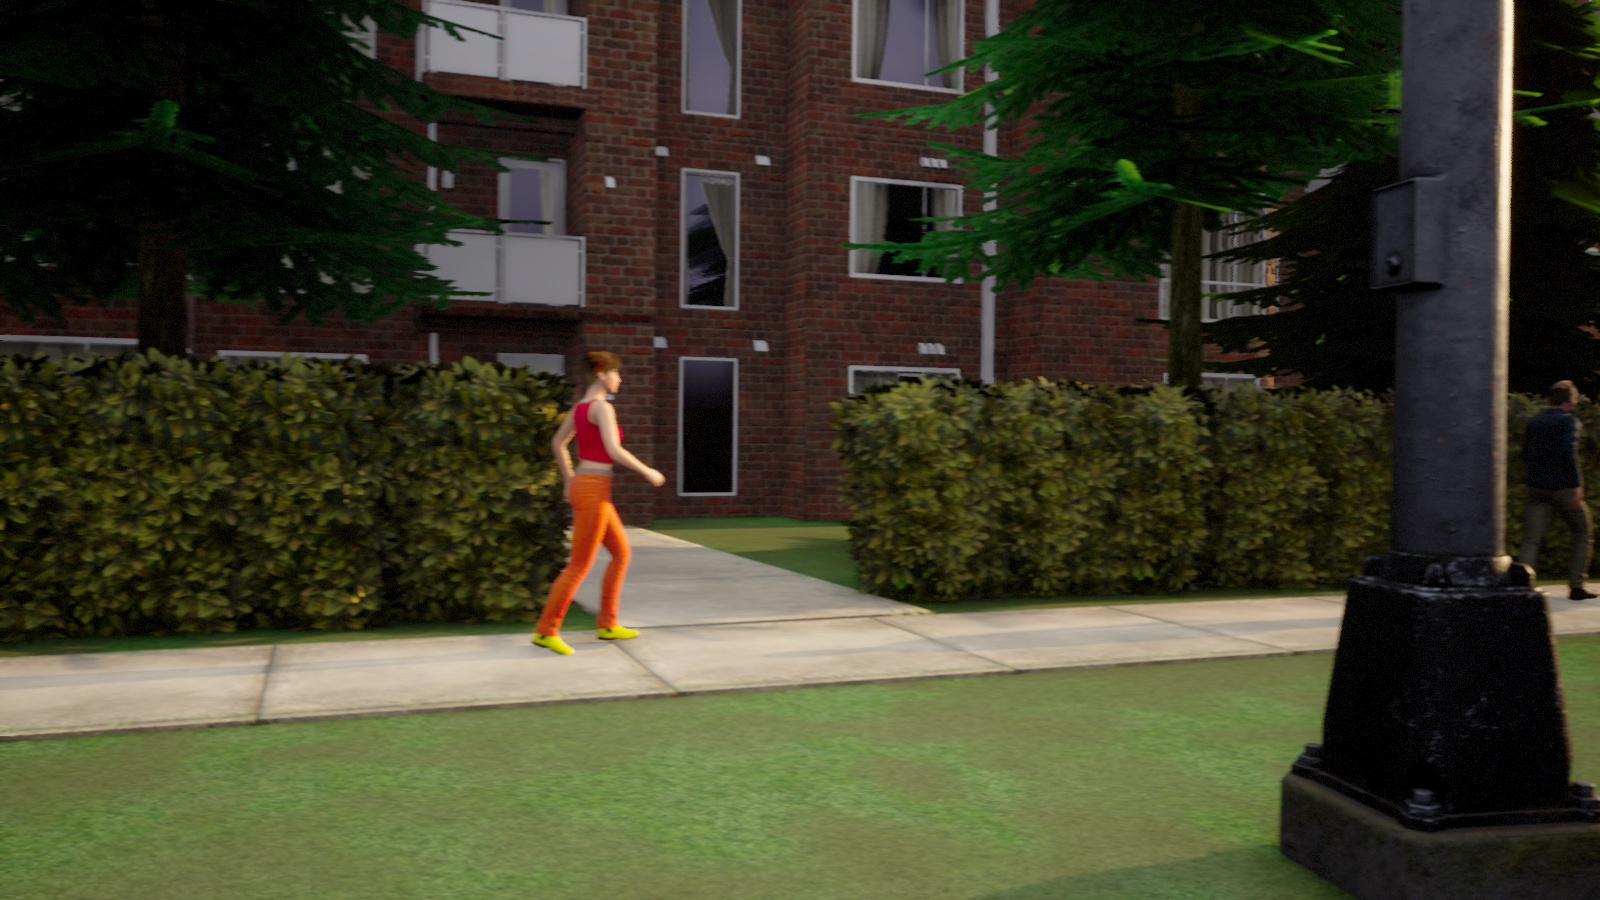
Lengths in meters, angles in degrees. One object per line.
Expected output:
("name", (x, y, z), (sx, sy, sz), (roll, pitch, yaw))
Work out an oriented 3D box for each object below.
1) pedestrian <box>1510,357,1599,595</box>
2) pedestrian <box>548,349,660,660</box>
("pedestrian", (6.121, 0.197, 10.040), (0.726, 1.842, 0.402), (-1, 1, -20))
("pedestrian", (-1.200, 0.315, 7.676), (0.594, 1.836, 0.345), (-1, 1, -22))
